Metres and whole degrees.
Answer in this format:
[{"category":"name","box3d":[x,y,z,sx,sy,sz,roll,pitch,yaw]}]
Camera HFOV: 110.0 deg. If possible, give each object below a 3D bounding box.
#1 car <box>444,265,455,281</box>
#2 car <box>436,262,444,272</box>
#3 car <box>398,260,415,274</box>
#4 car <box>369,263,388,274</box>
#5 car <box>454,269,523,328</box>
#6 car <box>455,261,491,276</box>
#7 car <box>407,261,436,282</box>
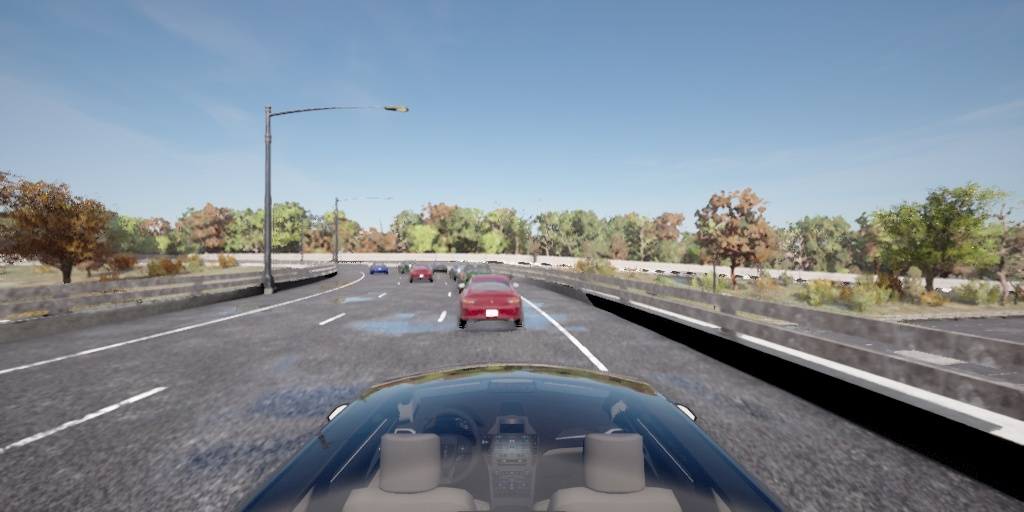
[{"category":"car","box3d":[-4.499,1.409,31.912,2.033,1.411,5.357,0,0,-16]},{"category":"car","box3d":[-9.582,1.481,45.858,1.994,1.385,4.181,0,0,-24]},{"category":"car","box3d":[-13.061,1.269,45.063,2.097,1.767,4.553,0,0,-23]},{"category":"car","box3d":[-16.199,1.481,43.545,1.994,1.385,4.181,0,0,-23]},{"category":"car","box3d":[-0.724,1.311,11.514,1.812,1.442,4.674,0,0,-5]},{"category":"car","box3d":[-2.137,1.172,21.181,2.097,1.767,4.553,0,0,-10]},{"category":"car","box3d":[-7.622,1.384,30.066,1.812,1.442,4.674,0,0,-15]}]
